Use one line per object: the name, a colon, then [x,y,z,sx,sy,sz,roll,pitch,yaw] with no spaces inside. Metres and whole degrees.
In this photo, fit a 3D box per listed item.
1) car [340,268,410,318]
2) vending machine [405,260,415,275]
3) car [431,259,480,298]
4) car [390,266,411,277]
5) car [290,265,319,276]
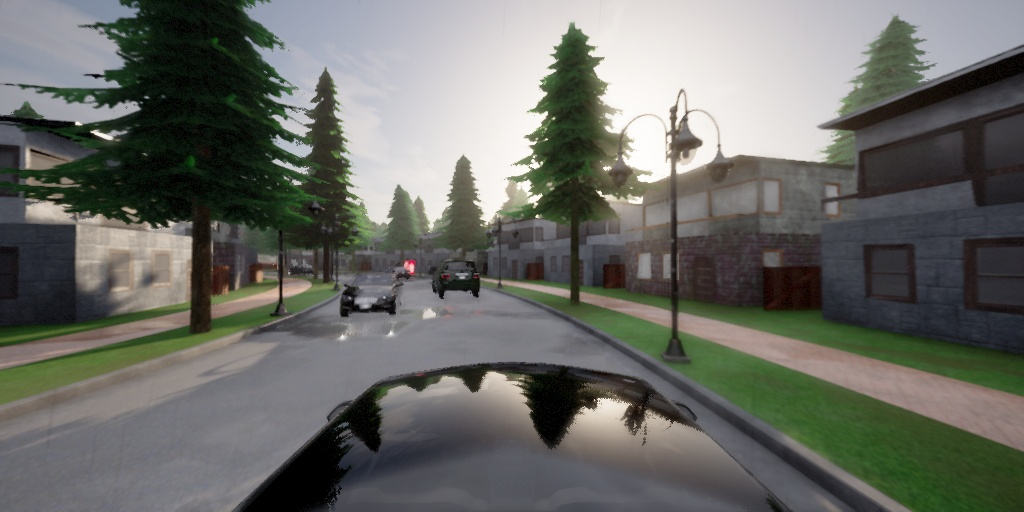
car: [-5.348,1.410,14.088,2.128,1.511,4.902,0,-1,-14]
vending machine: [-12.816,1.524,45.129,1.100,2.100,0.880,0,0,-41]
car: [-3.335,1.220,20.687,2.150,2.045,5.566,0,-1,-18]
car: [-12.468,1.788,38.290,2.033,1.411,5.357,0,-1,-35]
car: [-28.251,1.910,48.730,4.892,1.490,1.837,-1,-1,34]
